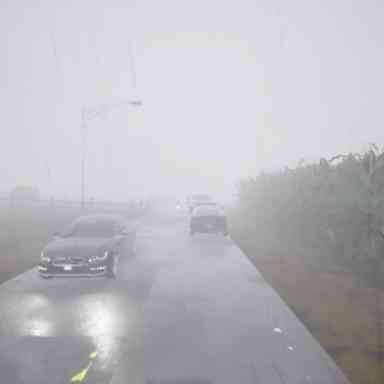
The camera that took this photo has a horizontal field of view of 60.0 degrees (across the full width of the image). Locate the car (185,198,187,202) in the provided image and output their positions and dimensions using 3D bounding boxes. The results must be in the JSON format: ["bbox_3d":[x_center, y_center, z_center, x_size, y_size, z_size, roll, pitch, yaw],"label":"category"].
[{"bbox_3d":[-0.024,1.350,52.377,1.882,1.535,5.008,0,0,0],"label":"car"}]

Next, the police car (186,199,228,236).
[{"bbox_3d":[0.816,1.395,18.188,1.930,1.638,5.238,0,0,0],"label":"police car"}]

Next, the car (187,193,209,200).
[{"bbox_3d":[0.806,1.151,34.106,2.150,2.045,5.566,0,0,0],"label":"car"}]

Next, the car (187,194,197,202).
[{"bbox_3d":[-0.032,1.250,69.878,2.128,1.511,4.902,0,0,0],"label":"car"}]

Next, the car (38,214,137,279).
[{"bbox_3d":[-2.855,1.491,10.067,1.837,1.490,4.892,0,0,0],"label":"car"}]

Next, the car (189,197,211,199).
[{"bbox_3d":[0.811,1.452,28.077,1.837,1.490,4.892,0,0,0],"label":"car"}]

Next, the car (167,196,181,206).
[{"bbox_3d":[-2.838,1.398,52.484,1.812,1.442,4.674,0,0,0],"label":"car"}]
